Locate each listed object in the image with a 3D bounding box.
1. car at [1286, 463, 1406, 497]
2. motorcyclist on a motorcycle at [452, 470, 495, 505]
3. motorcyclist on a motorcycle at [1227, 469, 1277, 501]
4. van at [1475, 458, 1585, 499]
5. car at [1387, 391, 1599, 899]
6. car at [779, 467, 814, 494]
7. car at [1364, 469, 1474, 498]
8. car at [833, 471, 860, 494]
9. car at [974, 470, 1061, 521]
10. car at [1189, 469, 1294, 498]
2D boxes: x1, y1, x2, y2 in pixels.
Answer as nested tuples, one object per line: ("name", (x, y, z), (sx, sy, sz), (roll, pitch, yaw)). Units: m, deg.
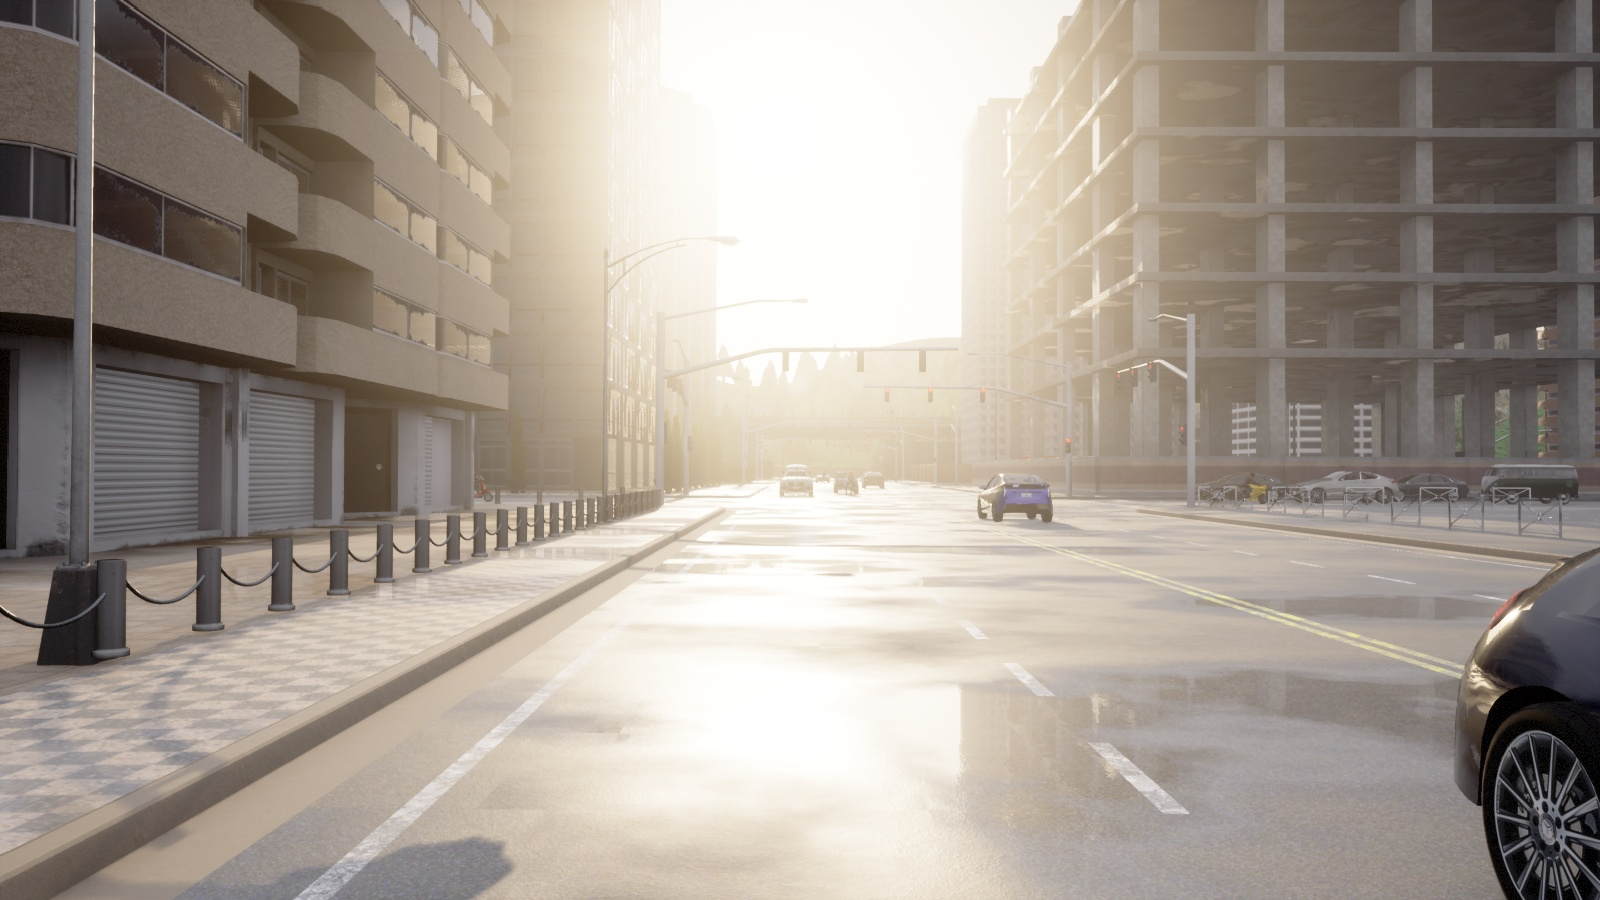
("car", (27.222, 1.480, 62.726), (5.027, 1.651, 2.152), (0, -1, 0))
("motorcyclist on a motorcycle", (-15.234, 1.756, 58.636), (1.817, 1.590, 0.866), (0, -1, 0))
("motorcyclist on a motorcycle", (21.304, 1.647, 59.189), (2.044, 1.523, 0.797), (0, -1, 0))
("van", (36.441, 1.418, 62.785), (4.442, 1.987, 1.775), (0, -1, 0))
("car", (3.492, 0.623, 2.625), (2.152, 1.651, 5.027), (0, -1, 0))
("car", (-0.211, 1.928, 79.617), (2.152, 1.651, 5.027), (0, -1, 0))
("car", (32.643, 1.743, 66.259), (4.892, 1.490, 1.837), (0, -1, -1))
("car", (3.265, 2.267, 88.743), (1.789, 1.549, 3.705), (0, -1, 0))
("car", (6.893, 1.409, 40.286), (2.007, 1.525, 4.514), (0, -1, 0))
("car", (23.227, 1.780, 66.199), (4.892, 1.490, 1.837), (0, -1, 0))
